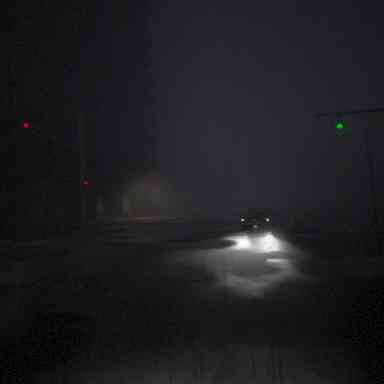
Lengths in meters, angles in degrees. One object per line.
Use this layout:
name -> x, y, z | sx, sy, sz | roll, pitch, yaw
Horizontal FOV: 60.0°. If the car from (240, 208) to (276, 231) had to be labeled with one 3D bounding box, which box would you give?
car -> 4.318, 1.697, 21.357 | 1.895, 1.301, 4.718 | -2, 0, 18
